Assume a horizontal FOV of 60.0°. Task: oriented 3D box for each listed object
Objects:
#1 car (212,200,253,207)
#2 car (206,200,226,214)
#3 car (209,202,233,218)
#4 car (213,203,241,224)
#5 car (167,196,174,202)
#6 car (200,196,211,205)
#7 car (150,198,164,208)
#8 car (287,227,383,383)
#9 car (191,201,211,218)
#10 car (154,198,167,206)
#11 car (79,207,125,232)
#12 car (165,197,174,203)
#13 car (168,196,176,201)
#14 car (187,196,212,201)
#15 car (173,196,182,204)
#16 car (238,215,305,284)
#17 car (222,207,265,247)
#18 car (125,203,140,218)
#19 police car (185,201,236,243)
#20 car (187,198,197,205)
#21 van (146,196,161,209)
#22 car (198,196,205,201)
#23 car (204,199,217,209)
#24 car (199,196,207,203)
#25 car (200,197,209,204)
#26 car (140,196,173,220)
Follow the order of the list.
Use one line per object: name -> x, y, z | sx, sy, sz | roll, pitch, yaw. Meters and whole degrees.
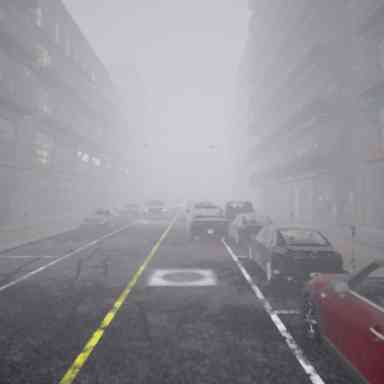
car -> 2.701, 1.407, 20.776 | 2.192, 1.841, 5.009 | 1, 0, 0
car -> 2.696, 1.706, 37.788 | 1.887, 1.381, 4.507 | 1, 0, 0
car -> 2.697, 1.683, 32.117 | 1.887, 1.381, 4.507 | 1, 0, 0
car -> 2.698, 1.641, 26.616 | 1.752, 1.417, 4.829 | 1, 0, 0
car -> -5.689, 1.868, 88.719 | 1.752, 1.417, 4.829 | 1, 0, 0
car -> 2.695, 1.708, 66.142 | 1.967, 1.590, 4.097 | 1, 0, 0
car -> -5.686, 1.772, 54.860 | 1.887, 1.381, 4.507 | 1, 0, 0
car -> 2.702, 1.458, 3.763 | 1.967, 1.590, 4.097 | 1, 0, 0
car -> 0.840, 1.646, 32.713 | 1.837, 1.490, 4.892 | 0, 0, 0
car -> -5.686, 1.799, 60.532 | 2.008, 1.369, 4.403 | 1, 0, 0
car -> -5.683, 1.675, 20.831 | 1.802, 1.307, 4.206 | 1, 0, 0
car -> -5.689, 1.891, 83.218 | 1.947, 1.339, 4.313 | 1, 0, 0
car -> -5.690, 1.912, 94.560 | 2.008, 1.369, 4.403 | 1, 0, 0
car -> 0.862, 1.468, 26.683 | 2.097, 1.767, 4.553 | 0, 0, 0
car -> -3.009, 1.768, 71.113 | 1.837, 1.490, 4.892 | 0, 0, 0
car -> 2.700, 1.594, 9.433 | 2.008, 1.369, 4.403 | 1, 0, 0
car -> 2.699, 1.619, 15.104 | 2.008, 1.369, 4.403 | 1, 0, 0
car -> -5.683, 1.705, 32.175 | 1.947, 1.339, 4.313 | 1, 0, 0
police car -> 0.696, 1.500, 16.809 | 1.930, 1.638, 5.238 | 0, 0, -2
car -> -0.009, 1.831, 66.890 | 1.994, 1.385, 4.181 | 0, 0, 0
van -> -5.682, 1.548, 49.190 | 1.690, 1.788, 3.998 | 1, 0, 0
car -> 2.690, 1.912, 94.495 | 2.008, 1.369, 4.403 | 1, 0, 0
car -> 2.695, 1.732, 49.299 | 1.752, 1.417, 4.829 | 1, 0, 0
car -> 2.692, 1.765, 83.154 | 1.967, 1.590, 4.097 | 1, 0, 0
car -> 2.694, 1.869, 71.814 | 1.802, 1.307, 4.206 | 1, 0, 0
car -> -3.101, 1.482, 29.998 | 2.097, 1.767, 4.553 | 0, 0, 0
